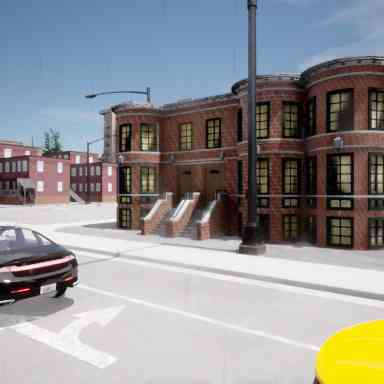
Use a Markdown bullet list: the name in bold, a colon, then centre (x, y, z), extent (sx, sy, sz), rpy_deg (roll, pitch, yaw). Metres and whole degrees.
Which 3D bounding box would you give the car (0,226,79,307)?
- **car**: centre (-4.540, 1.492, 7.241), extent (4.902, 1.511, 2.128), rpy_deg (0, 0, 34)

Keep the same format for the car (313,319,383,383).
- **car**: centre (3.228, 1.478, 1.692), extent (5.008, 1.535, 1.882), rpy_deg (0, 0, 36)
